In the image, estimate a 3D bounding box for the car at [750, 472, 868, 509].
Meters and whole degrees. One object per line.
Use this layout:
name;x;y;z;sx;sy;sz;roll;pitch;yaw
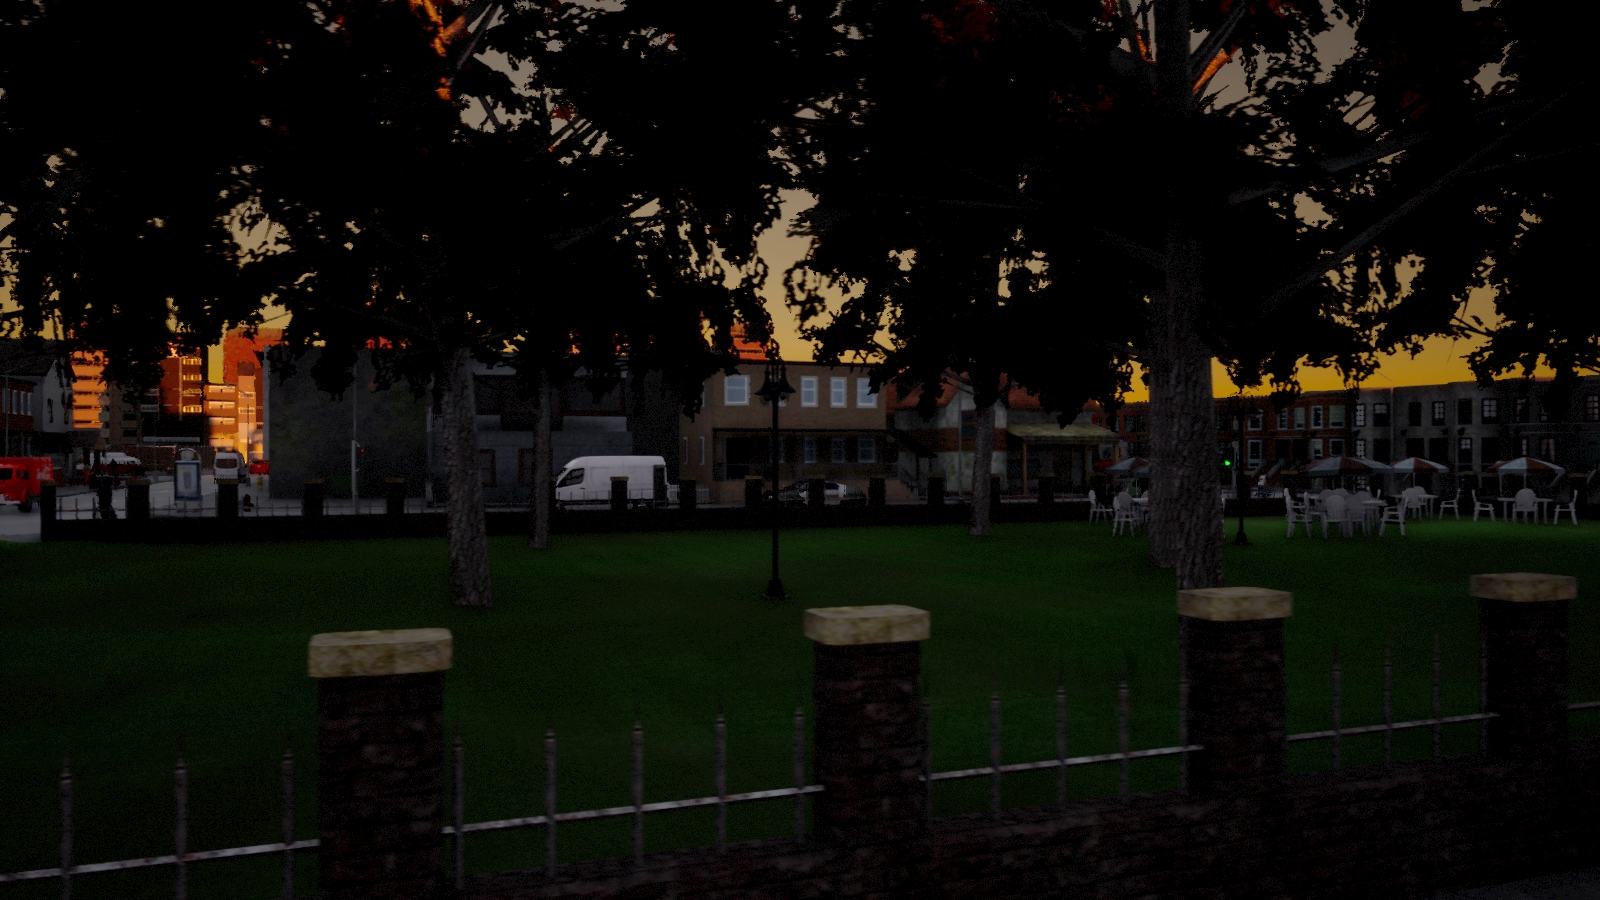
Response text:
car;0.406;1.818;52.309;4.974;1.542;2.038;0;0;-21

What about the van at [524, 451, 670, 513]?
van;-8.679;1.314;48.860;5.915;2.561;1.988;0;0;-20

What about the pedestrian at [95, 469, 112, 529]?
pedestrian;-21.771;1.525;35.719;0.375;1.860;0.375;0;0;-15

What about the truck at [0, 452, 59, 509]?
truck;-36.221;1.345;52.441;2.627;2.467;5.204;0;0;-20
